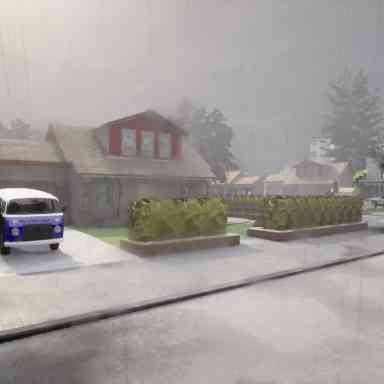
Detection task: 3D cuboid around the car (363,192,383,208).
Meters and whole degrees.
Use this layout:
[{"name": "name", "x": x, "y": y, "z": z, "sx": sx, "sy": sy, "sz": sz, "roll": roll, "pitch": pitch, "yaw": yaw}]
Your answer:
[{"name": "car", "x": 23.066, "y": 0.986, "z": 40.726, "sx": 3.866, "sy": 1.878, "sz": 1.905, "roll": 0, "pitch": 0, "yaw": -1}]
